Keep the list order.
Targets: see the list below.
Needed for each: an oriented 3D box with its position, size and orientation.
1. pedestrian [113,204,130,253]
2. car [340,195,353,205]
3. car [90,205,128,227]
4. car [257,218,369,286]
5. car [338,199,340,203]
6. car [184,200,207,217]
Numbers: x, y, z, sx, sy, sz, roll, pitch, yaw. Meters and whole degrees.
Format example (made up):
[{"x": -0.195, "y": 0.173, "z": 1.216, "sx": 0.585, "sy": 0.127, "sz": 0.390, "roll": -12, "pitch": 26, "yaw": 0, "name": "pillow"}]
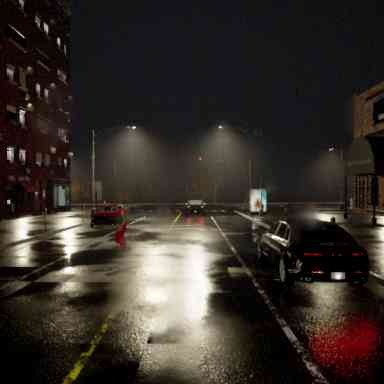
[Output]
[{"x": -2.560, "y": 1.292, "z": 12.067, "sx": 0.375, "sy": 1.860, "sz": 0.375, "roll": -1, "pitch": 1, "yaw": -2, "name": "pedestrian"}, {"x": 26.380, "y": 1.013, "z": 50.886, "sx": 5.566, "sy": 2.045, "sz": 2.150, "roll": 0, "pitch": 1, "yaw": 1, "name": "car"}, {"x": -5.508, "y": 1.538, "z": 22.470, "sx": 1.887, "sy": 1.381, "sz": 4.507, "roll": -1, "pitch": 0, "yaw": 1, "name": "car"}, {"x": 3.080, "y": 1.503, "z": 9.380, "sx": 1.837, "sy": 1.490, "sz": 4.892, "roll": 0, "pitch": 0, "yaw": 0, "name": "car"}, {"x": 26.461, "y": 1.242, "z": 54.134, "sx": 4.902, "sy": 1.511, "sz": 2.128, "roll": 0, "pitch": 1, "yaw": 1, "name": "car"}, {"x": 0.337, "y": 1.482, "z": 31.040, "sx": 2.128, "sy": 1.511, "sz": 4.902, "roll": 0, "pitch": 0, "yaw": 1, "name": "car"}]
